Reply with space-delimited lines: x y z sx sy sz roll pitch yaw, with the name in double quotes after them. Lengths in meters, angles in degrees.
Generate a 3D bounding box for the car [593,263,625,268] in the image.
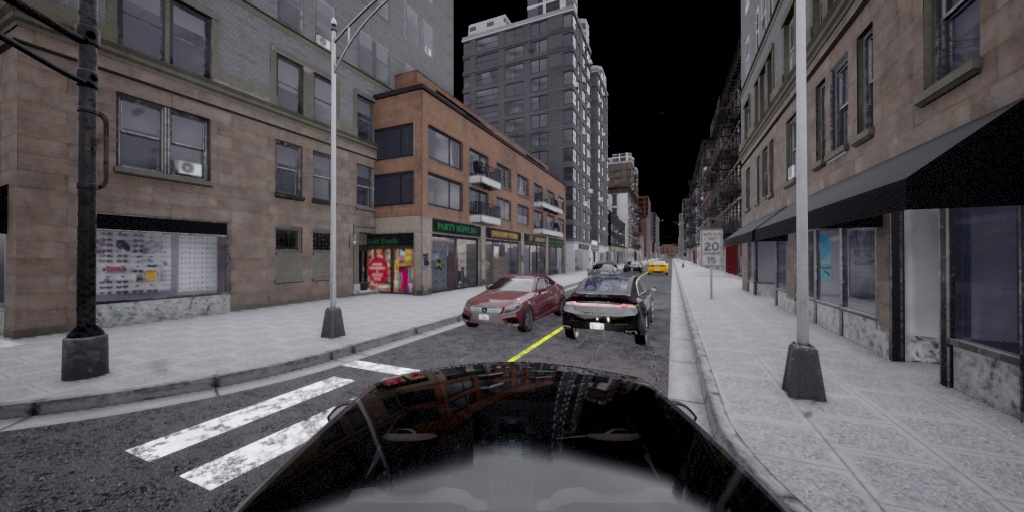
6.412 1.268 24.813 1.837 1.490 4.892 0 0 24 "car"

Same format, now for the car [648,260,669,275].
15.913 1.226 38.932 1.882 1.535 5.008 0 0 24 "car"

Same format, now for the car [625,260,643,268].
14.608 1.249 42.900 1.882 1.535 5.008 0 0 24 "car"

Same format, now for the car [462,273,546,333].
0.304 1.289 11.169 1.812 1.442 4.674 0 0 26 "car"

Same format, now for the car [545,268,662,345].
2.754 1.245 9.663 2.128 1.511 4.902 0 0 24 "car"
